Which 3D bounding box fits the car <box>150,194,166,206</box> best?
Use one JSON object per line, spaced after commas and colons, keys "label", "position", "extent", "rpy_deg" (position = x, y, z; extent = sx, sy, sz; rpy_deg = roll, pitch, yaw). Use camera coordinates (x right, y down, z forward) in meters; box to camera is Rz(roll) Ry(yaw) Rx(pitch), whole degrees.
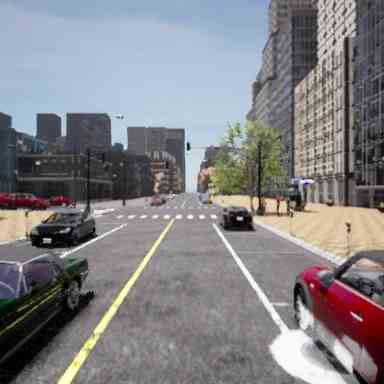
{"label": "car", "position": [-5.689, 1.469, 53.258], "extent": [1.802, 1.307, 4.206], "rpy_deg": [0, 0, 0]}

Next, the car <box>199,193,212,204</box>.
{"label": "car", "position": [2.691, 1.401, 58.981], "extent": [1.752, 1.417, 4.829], "rpy_deg": [0, 0, 0]}

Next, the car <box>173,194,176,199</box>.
{"label": "car", "position": [-5.690, 1.345, 86.394], "extent": [1.752, 1.417, 4.829], "rpy_deg": [0, 0, 0]}

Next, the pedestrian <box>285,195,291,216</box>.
{"label": "pedestrian", "position": [8.134, 1.107, 28.353], "extent": [0.375, 1.860, 0.375], "rpy_deg": [0, 0, 0]}

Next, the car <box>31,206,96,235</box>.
{"label": "car", "position": [-5.687, 1.534, 15.242], "extent": [1.947, 1.339, 4.313], "rpy_deg": [0, 0, 0]}

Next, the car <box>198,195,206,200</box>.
{"label": "car", "position": [2.690, 1.385, 86.567], "extent": [1.947, 1.339, 4.313], "rpy_deg": [0, 0, 0]}

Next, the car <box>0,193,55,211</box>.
{"label": "car", "position": [-17.150, 1.028, 33.884], "extent": [5.009, 1.841, 2.192], "rpy_deg": [1, -1, -1]}

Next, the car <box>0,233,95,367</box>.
{"label": "car", "position": [-3.100, 1.590, 4.836], "extent": [1.895, 1.301, 4.718], "rpy_deg": [0, 0, 0]}

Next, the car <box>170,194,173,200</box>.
{"label": "car", "position": [-5.690, 1.404, 69.911], "extent": [2.008, 1.369, 4.403], "rpy_deg": [0, 0, 0]}

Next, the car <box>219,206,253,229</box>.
{"label": "car", "position": [2.693, 1.522, 20.782], "extent": [1.947, 1.339, 4.313], "rpy_deg": [0, 0, 0]}

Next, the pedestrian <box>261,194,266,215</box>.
{"label": "pedestrian", "position": [6.134, 1.080, 28.953], "extent": [0.375, 1.860, 0.375], "rpy_deg": [0, 0, 0]}

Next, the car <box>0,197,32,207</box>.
{"label": "car", "position": [-22.816, 1.250, 42.181], "extent": [4.206, 1.307, 1.802], "rpy_deg": [1, -1, -1]}

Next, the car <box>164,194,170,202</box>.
{"label": "car", "position": [-5.688, 1.191, 58.808], "extent": [2.192, 1.841, 5.009], "rpy_deg": [0, 0, 0]}

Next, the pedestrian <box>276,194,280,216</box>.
{"label": "pedestrian", "position": [7.134, 1.091, 27.753], "extent": [0.375, 1.860, 0.375], "rpy_deg": [0, 0, 0]}

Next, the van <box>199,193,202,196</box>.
{"label": "van", "position": [2.692, 1.205, 64.362], "extent": [1.690, 1.788, 3.998], "rpy_deg": [0, 0, 0]}

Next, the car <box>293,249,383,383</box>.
{"label": "car", "position": [2.694, 1.431, 4.164], "extent": [1.967, 1.590, 4.097], "rpy_deg": [0, 0, 0]}

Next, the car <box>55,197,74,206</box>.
{"label": "car", "position": [-17.271, 1.280, 42.260], "extent": [4.507, 1.381, 1.887], "rpy_deg": [1, -1, -1]}
